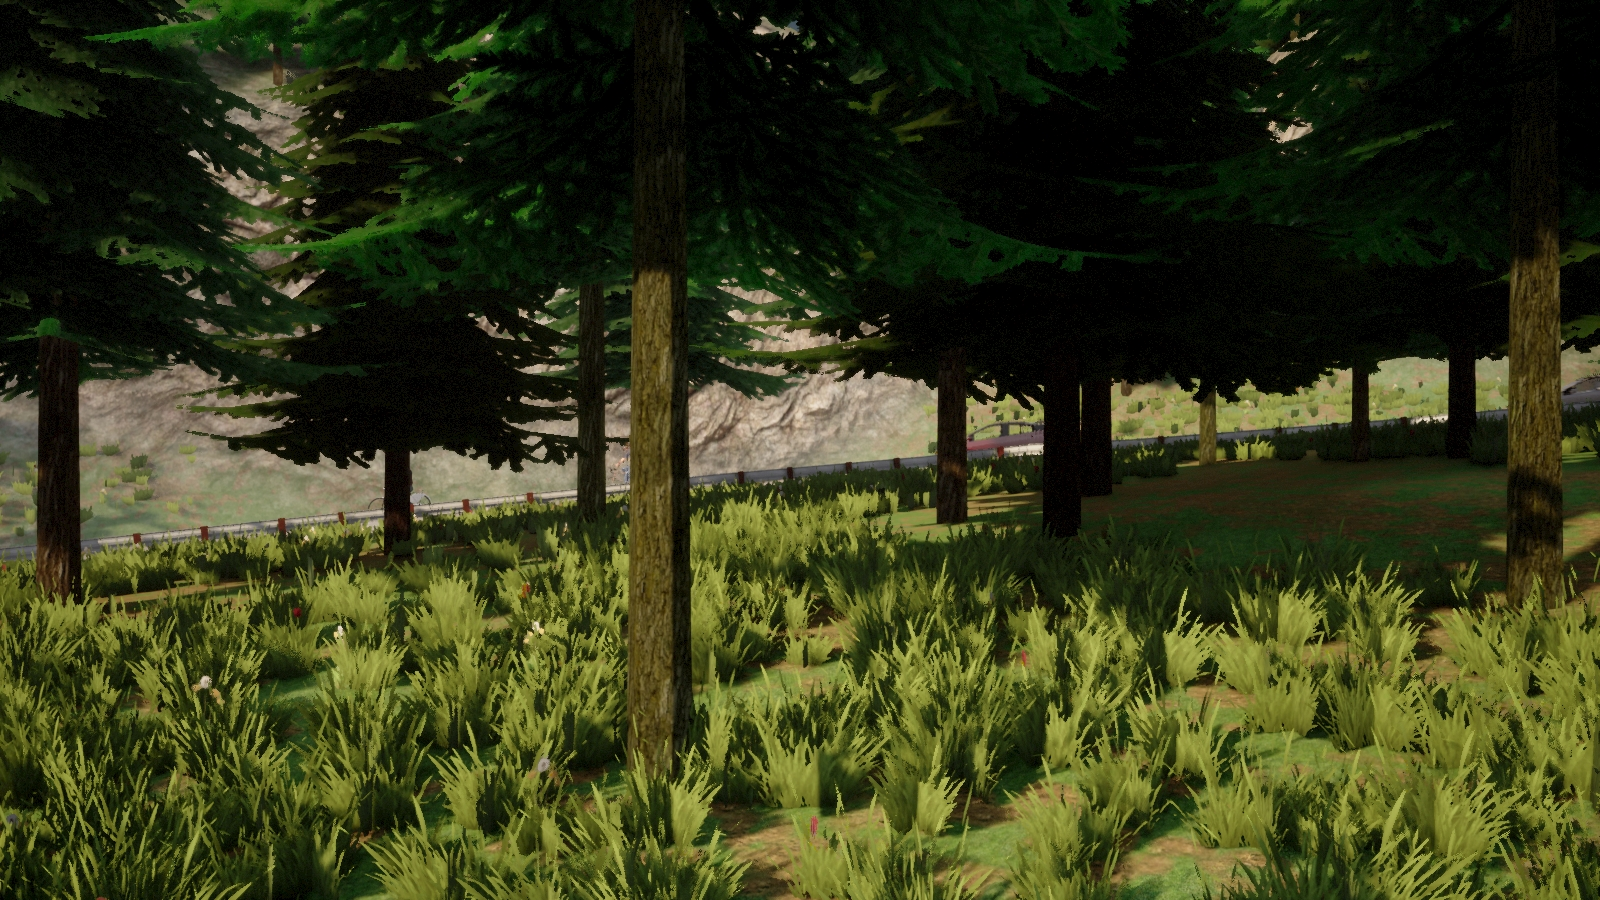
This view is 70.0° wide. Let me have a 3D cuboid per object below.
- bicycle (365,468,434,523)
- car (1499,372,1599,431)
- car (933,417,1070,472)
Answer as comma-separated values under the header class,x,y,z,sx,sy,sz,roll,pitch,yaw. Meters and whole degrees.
class,x,y,z,sx,sy,sz,roll,pitch,yaw
bicycle,-12.075,1.355,34.490,1.835,1.471,0.329,-5,2,-29
car,23.910,-1.522,34.203,4.792,1.488,2.163,-5,-2,26
car,6.980,-0.179,39.924,4.514,1.525,2.007,-4,0,8
